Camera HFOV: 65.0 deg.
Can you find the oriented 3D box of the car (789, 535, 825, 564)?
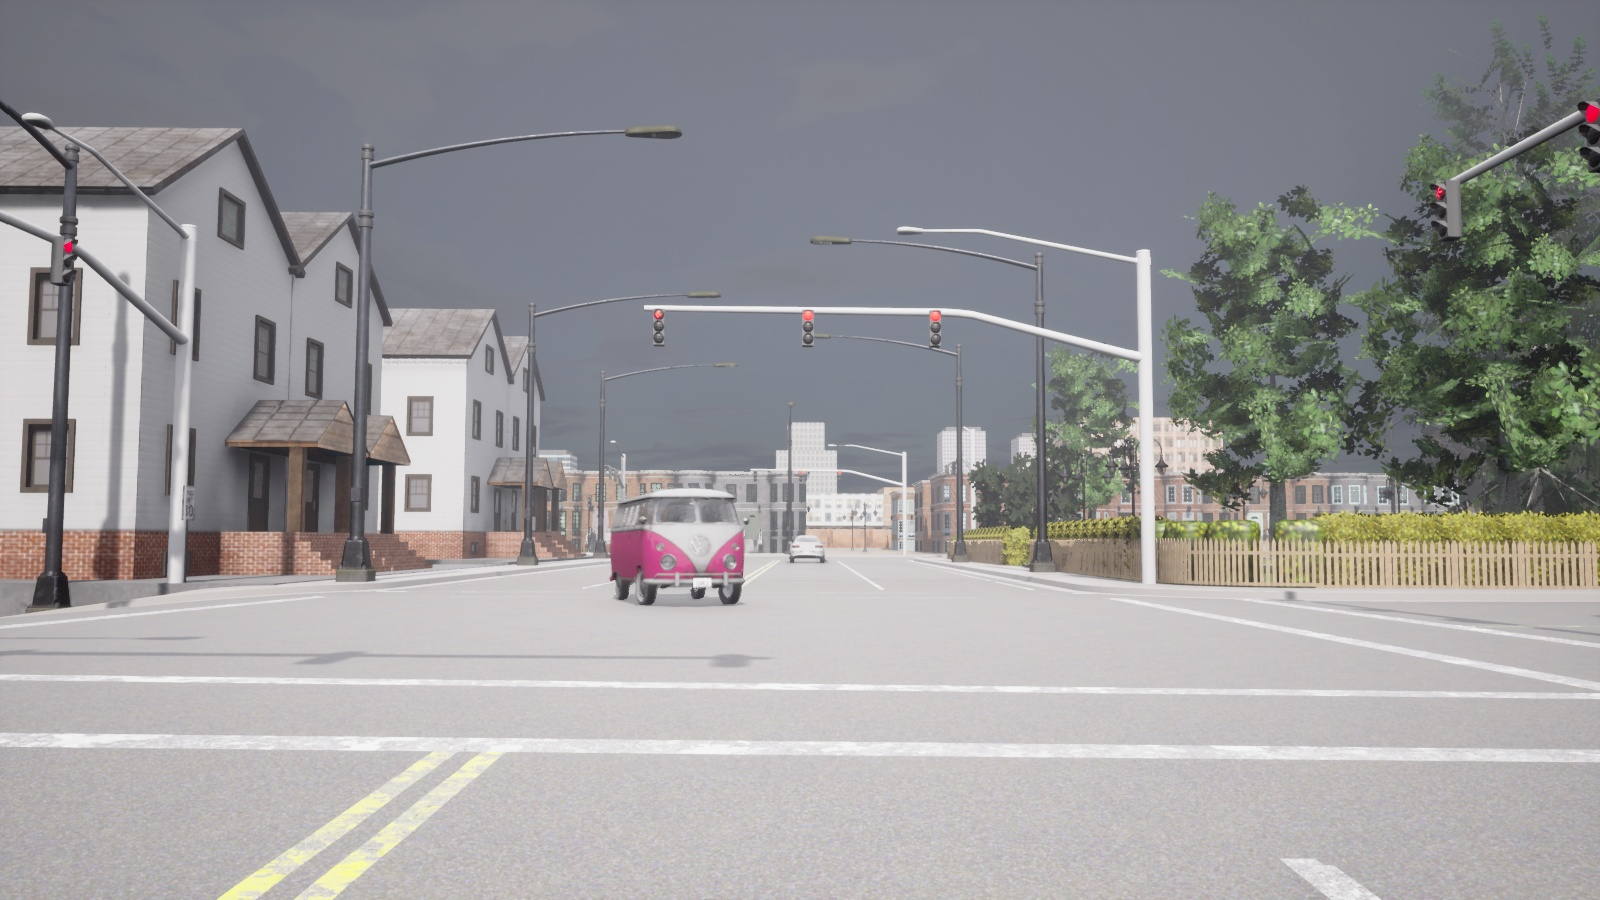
[{"bbox_3d":[0.372,5.252,66.562,1.812,1.442,4.674,0,-4,0],"label":"car"}]

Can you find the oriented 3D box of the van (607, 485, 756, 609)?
[{"bbox_3d":[-2.230,1.736,22.506,1.775,1.987,4.442,1,-5,-17],"label":"van"}]
